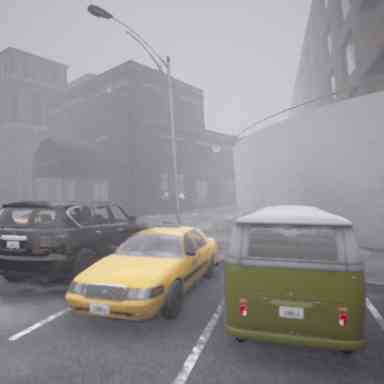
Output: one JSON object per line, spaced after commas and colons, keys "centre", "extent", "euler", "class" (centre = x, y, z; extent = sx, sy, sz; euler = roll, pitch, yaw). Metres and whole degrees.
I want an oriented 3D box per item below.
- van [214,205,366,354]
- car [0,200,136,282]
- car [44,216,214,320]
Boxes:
{"centre": [1.830, 1.275, 6.259], "extent": [1.878, 1.987, 4.442], "euler": [0, -1, 16], "class": "van"}
{"centre": [-3.065, 1.260, 9.657], "extent": [2.435, 2.045, 5.566], "euler": [0, -1, 16], "class": "car"}
{"centre": [-0.687, 1.497, 7.706], "extent": [1.946, 1.575, 5.366], "euler": [0, -1, 16], "class": "car"}
